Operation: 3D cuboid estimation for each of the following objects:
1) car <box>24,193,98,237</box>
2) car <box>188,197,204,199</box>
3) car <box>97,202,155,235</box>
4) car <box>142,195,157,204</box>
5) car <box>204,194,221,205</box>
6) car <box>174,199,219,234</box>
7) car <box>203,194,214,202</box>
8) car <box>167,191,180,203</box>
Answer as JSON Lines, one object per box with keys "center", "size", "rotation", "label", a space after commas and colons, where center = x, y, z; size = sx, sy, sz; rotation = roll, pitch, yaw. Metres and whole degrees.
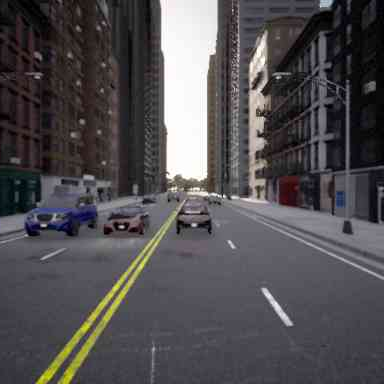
{"center": [-6.591, 1.111, 17.548], "size": [2.150, 2.045, 5.566], "rotation": [0, 0, 0], "label": "car"}
{"center": [0.113, 1.316, 39.301], "size": [1.994, 1.385, 4.181], "rotation": [0, 0, 0], "label": "car"}
{"center": [-3.339, 1.453, 17.751], "size": [1.994, 1.385, 4.181], "rotation": [0, 0, 0], "label": "car"}
{"center": [-6.543, 1.214, 51.949], "size": [2.033, 1.411, 5.357], "rotation": [0, 0, 1], "label": "car"}
{"center": [3.363, 1.229, 50.279], "size": [2.033, 1.411, 5.357], "rotation": [0, 0, 0], "label": "car"}
{"center": [0.107, 1.377, 18.530], "size": [2.128, 1.511, 4.902], "rotation": [0, 0, 0], "label": "car"}
{"center": [3.282, 1.138, 65.989], "size": [1.994, 1.385, 4.181], "rotation": [0, 0, 0], "label": "car"}
{"center": [-3.257, 0.847, 59.687], "size": [2.150, 2.045, 5.566], "rotation": [0, 0, 1], "label": "car"}
